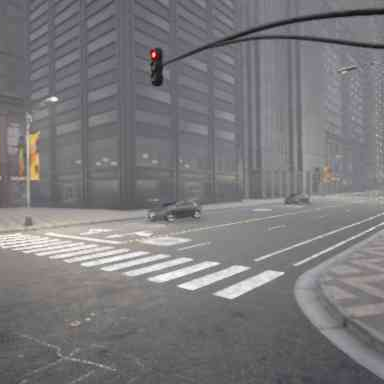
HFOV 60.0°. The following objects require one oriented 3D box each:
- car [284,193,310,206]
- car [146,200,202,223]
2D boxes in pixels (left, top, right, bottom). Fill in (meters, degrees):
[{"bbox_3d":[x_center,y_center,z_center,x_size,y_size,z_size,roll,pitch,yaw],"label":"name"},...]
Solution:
[{"bbox_3d":[13.242,0.873,41.725,1.837,1.490,4.892,-1,0,40],"label":"car"},{"bbox_3d":[-1.206,1.350,24.369,1.837,1.490,4.892,-1,1,40],"label":"car"}]
